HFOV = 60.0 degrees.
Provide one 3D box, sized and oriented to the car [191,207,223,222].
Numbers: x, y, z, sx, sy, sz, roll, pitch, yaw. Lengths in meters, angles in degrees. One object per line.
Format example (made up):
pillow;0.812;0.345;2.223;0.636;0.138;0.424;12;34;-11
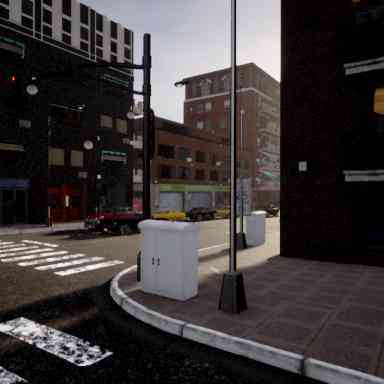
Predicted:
car;0.871;2.092;32.218;1.947;1.339;4.313;-1;-2;35

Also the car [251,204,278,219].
car;8.473;2.219;38.540;1.837;1.490;4.892;0;-1;35

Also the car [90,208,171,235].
car;-3.734;1.913;21.066;1.895;1.301;4.718;0;-1;35

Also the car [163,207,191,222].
car;-2.386;1.944;27.550;1.752;1.417;4.829;-1;-2;35

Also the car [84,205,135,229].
car;-5.449;1.758;23.162;1.967;1.590;4.097;-1;-2;35

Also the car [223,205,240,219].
car;3.935;2.153;36.609;1.752;1.417;4.829;-1;-2;35
